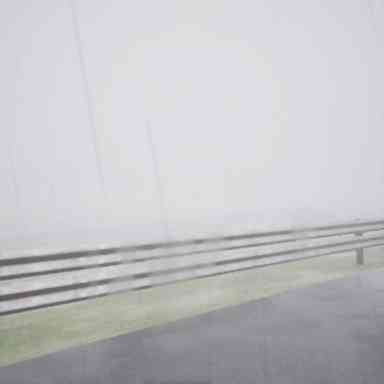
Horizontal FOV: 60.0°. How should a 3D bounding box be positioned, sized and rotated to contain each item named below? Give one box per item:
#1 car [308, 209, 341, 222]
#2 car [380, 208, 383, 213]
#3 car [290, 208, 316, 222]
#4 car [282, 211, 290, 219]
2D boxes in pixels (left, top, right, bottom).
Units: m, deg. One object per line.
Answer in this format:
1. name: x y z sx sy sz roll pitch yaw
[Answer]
1. car: 20.989 3.940 51.783 4.892 1.490 1.837 -4 2 -25
2. car: 35.653 3.045 58.662 5.357 1.411 2.033 -4 2 -25
3. car: 19.508 3.635 54.952 5.566 2.045 2.150 -4 2 -25
4. car: 18.014 3.911 58.119 4.902 1.511 2.128 -4 2 -25
